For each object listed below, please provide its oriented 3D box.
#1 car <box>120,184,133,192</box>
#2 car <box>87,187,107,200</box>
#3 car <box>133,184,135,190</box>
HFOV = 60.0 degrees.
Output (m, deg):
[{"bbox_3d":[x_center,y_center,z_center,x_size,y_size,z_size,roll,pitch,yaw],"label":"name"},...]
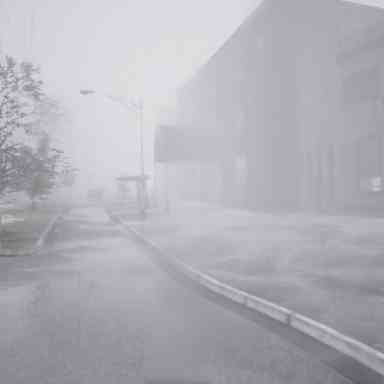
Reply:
[{"bbox_3d":[-15.482,-0.663,77.252,2.097,1.535,5.008,-1,2,-6],"label":"car"},{"bbox_3d":[-13.204,0.254,45.507,2.128,1.511,4.902,-1,2,-13],"label":"car"},{"bbox_3d":[-16.054,-0.768,82.720,2.163,1.488,4.792,-1,2,-6],"label":"car"}]
